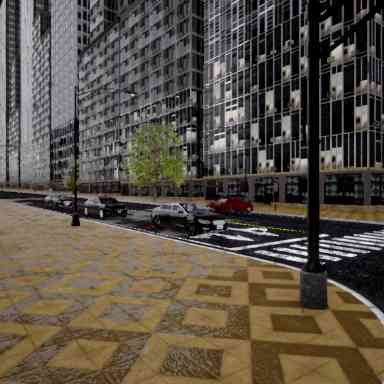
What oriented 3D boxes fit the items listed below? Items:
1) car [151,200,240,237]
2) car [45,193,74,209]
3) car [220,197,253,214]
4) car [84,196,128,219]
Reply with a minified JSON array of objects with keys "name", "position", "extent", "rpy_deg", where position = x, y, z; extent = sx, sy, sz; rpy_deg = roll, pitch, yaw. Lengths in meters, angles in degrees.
[{"name":"car","position":[-0.254,1.257,16.790],"extent":[2.128,1.511,4.902],"rpy_deg":[0,1,-38]},{"name":"car","position":[-13.299,0.871,33.408],"extent":[2.128,1.511,4.902],"rpy_deg":[0,1,-38]},{"name":"car","position":[3.174,1.150,28.522],"extent":[1.812,1.442,4.674],"rpy_deg":[0,1,-38]},{"name":"car","position":[-6.467,1.086,24.689],"extent":[1.837,1.490,4.892],"rpy_deg":[0,1,-38]}]
